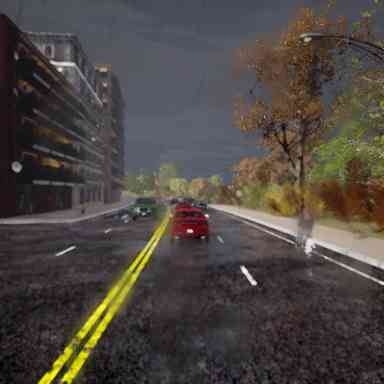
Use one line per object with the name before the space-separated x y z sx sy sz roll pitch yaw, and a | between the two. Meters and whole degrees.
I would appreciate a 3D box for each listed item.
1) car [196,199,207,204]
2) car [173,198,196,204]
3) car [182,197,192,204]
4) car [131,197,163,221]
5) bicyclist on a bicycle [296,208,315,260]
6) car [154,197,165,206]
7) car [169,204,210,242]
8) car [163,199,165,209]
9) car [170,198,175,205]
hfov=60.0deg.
car | 1.284 1.865 52.754 2.128 1.511 4.902 0 0 -4
car | -0.876 1.738 35.839 1.882 1.535 5.008 0 0 -3
car | -1.290 2.045 78.861 1.837 1.490 4.892 0 0 -7
car | -4.032 1.441 29.717 2.150 2.045 5.566 0 0 -3
bicyclist on a bicycle | 4.015 1.457 11.899 0.659 1.776 1.843 0 0 -1
car | -6.479 1.834 66.017 2.097 1.767 4.553 0 0 -5
car | -0.146 1.605 17.195 1.882 1.535 5.008 0 0 -1
car | -5.167 1.851 49.595 2.128 1.511 4.902 0 -1 -4
car | -3.785 2.043 71.832 2.033 1.411 5.357 0 0 -6
